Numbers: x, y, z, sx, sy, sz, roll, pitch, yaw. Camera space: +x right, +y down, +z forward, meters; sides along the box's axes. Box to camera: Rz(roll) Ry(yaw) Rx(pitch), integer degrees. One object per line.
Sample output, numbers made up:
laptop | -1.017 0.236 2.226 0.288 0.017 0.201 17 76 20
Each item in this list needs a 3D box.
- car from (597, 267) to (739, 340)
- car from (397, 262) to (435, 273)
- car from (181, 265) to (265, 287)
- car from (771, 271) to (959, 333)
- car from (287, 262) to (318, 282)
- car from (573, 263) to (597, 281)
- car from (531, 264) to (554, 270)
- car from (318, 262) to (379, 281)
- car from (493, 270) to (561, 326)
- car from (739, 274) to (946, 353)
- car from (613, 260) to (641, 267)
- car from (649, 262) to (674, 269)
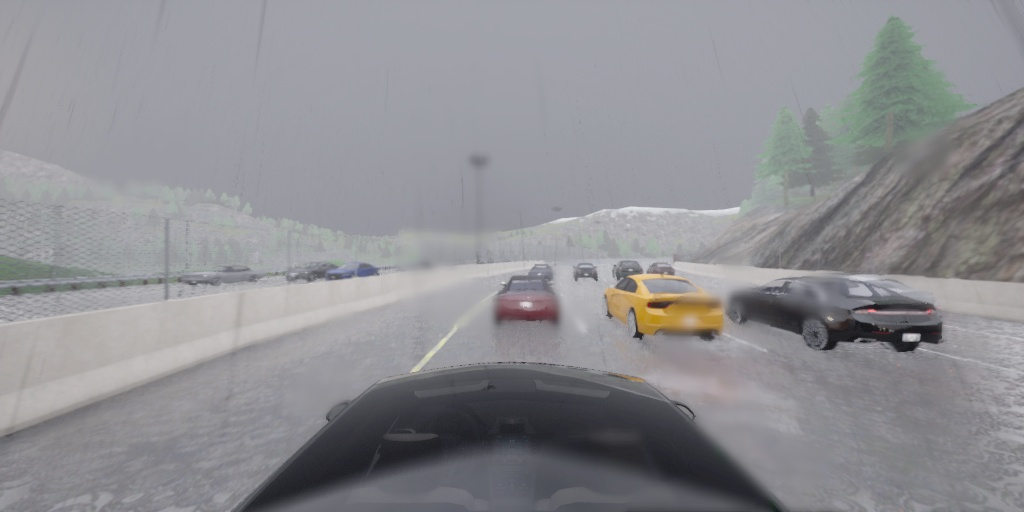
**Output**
car | 3.910 1.241 10.089 1.882 1.535 5.008 0 0 3
car | -8.116 1.246 30.565 1.837 1.490 4.892 0 0 10
car | -19.587 1.311 24.562 1.895 1.301 4.718 0 0 7
car | 11.019 1.307 11.826 1.812 1.442 4.674 0 0 4
car | -15.511 1.213 28.454 2.128 1.511 4.902 0 0 8
car | 6.312 1.303 30.791 1.812 1.442 4.674 0 0 10
car | 2.442 1.331 28.813 1.994 1.385 4.181 0 0 9
car | -12.124 1.208 27.500 1.882 1.535 5.008 0 0 8
car | 0.531 1.319 11.835 1.994 1.385 4.181 0 0 3
car | 7.364 1.263 8.933 2.128 1.511 4.902 0 0 3
car | 9.898 1.139 30.869 2.097 1.767 4.553 0 0 10
car | 14.022 1.324 33.836 1.812 1.442 4.674 0 0 12
